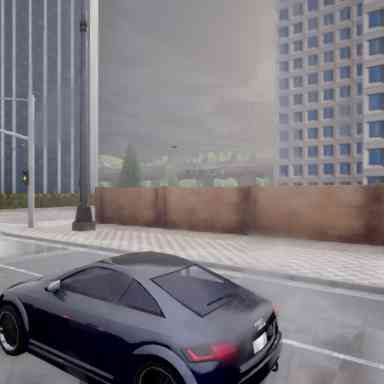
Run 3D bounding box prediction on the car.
[{"bbox_3d":[-0.929,1.564,4.664,4.181,1.385,1.994,0,0,35],"label":"car"}]
